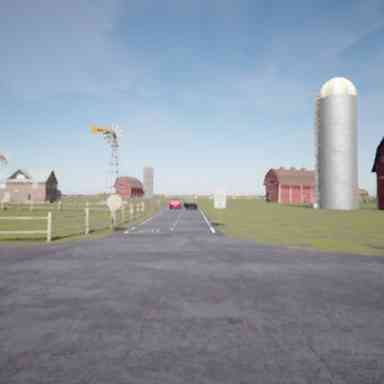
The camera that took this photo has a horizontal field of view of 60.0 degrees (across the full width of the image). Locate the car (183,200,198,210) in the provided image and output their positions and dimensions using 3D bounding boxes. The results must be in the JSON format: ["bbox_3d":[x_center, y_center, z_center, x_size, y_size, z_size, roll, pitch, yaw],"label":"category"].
[{"bbox_3d":[-0.072,2.176,56.542,1.882,1.535,5.008,0,-1,-2],"label":"car"}]

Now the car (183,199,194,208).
[{"bbox_3d":[-0.738,2.288,66.650,1.882,1.535,5.008,0,-1,-6],"label":"car"}]

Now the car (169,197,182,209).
[{"bbox_3d":[-3.009,1.964,60.612,2.150,2.045,5.566,0,-1,-2],"label":"car"}]
